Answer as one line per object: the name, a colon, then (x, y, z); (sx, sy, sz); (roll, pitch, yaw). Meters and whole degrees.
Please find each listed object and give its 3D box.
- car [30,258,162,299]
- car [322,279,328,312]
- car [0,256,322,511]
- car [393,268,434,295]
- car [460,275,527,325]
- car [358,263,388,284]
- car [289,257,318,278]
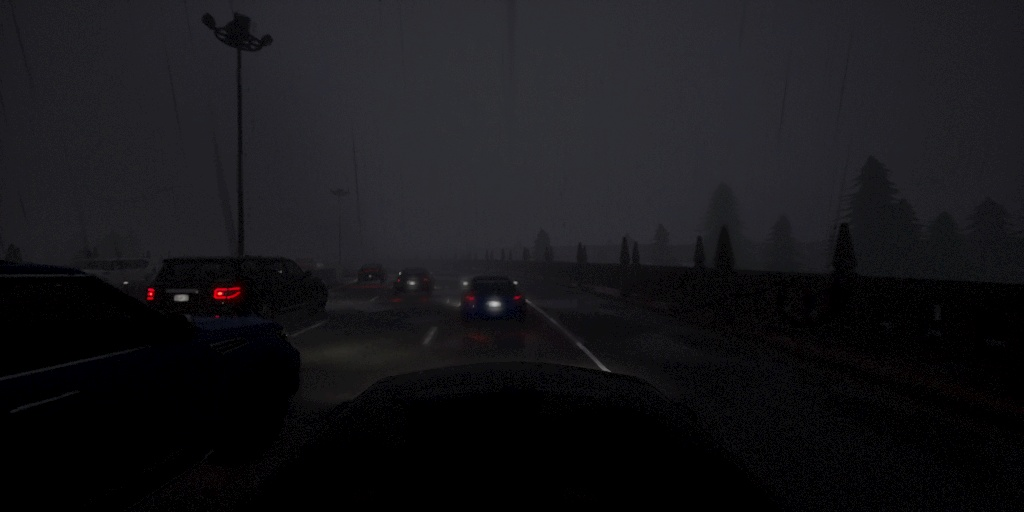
car: (-23.580, 1.131, 20.784); (2.150, 2.045, 5.566); (0, 0, -14)
car: (-7.489, 1.015, 10.513); (2.150, 2.045, 5.566); (0, 0, -5)
car: (-3.520, 0.985, 1.801); (2.150, 2.045, 5.566); (0, 0, -1)
car: (-5.443, 1.365, 20.209); (1.994, 1.385, 4.181); (0, 0, -11)
car: (-0.694, 1.330, 12.047); (1.994, 1.385, 4.181); (0, 0, -6)
car: (-11.069, 1.326, 28.661); (1.882, 1.535, 5.008); (0, 0, -16)
car: (-22.513, 1.170, 38.897); (2.150, 2.045, 5.566); (0, 0, -25)
